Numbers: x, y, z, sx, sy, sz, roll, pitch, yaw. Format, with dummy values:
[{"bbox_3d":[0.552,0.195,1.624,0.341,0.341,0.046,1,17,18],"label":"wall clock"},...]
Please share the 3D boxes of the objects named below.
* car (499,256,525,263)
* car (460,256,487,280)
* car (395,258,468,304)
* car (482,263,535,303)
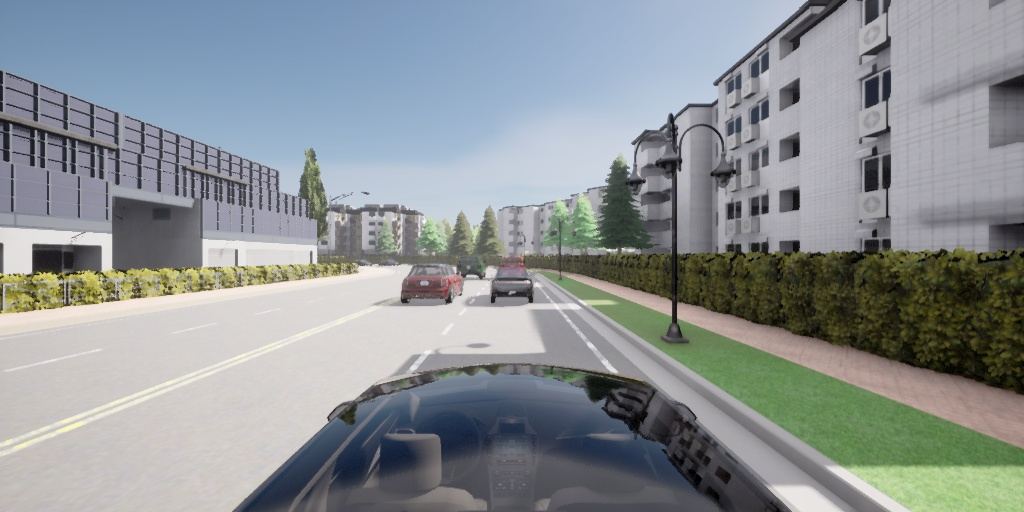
[{"bbox_3d":[0.000,1.005,31.530,2.150,2.045,5.566,0,0,0],"label":"car"},{"bbox_3d":[-3.500,1.005,31.530,2.150,2.045,5.566,0,0,0],"label":"car"},{"bbox_3d":[-3.500,1.113,16.470,2.097,1.767,4.553,0,0,0],"label":"car"},{"bbox_3d":[0.000,1.242,16.500,2.128,1.511,4.902,0,0,0],"label":"car"}]
